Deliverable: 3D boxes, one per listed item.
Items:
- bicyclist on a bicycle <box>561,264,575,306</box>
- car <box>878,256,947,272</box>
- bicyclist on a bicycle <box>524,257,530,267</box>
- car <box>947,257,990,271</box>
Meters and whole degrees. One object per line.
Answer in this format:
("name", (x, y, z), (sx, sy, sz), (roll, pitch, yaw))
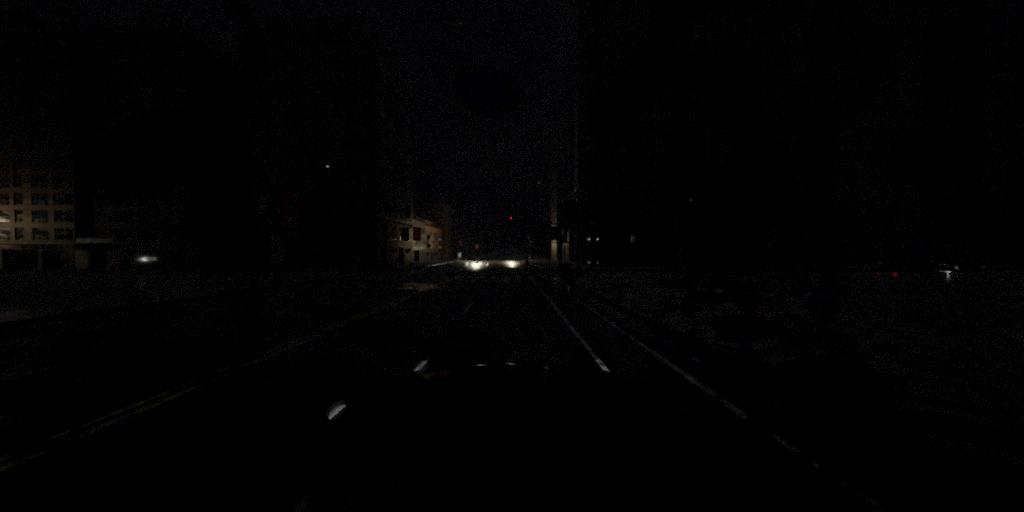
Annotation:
("bicyclist on a bicycle", (2.246, 1.128, 14.276), (0.582, 1.620, 1.656), (0, 0, 0))
("car", (39.676, 0.768, 35.834), (4.553, 1.767, 2.097), (0, 1, 0))
("bicyclist on a bicycle", (2.234, 0.919, 52.930), (0.866, 1.612, 1.509), (0, 0, 0))
("car", (48.585, 0.819, 38.882), (4.892, 1.490, 1.837), (0, 1, 0))
